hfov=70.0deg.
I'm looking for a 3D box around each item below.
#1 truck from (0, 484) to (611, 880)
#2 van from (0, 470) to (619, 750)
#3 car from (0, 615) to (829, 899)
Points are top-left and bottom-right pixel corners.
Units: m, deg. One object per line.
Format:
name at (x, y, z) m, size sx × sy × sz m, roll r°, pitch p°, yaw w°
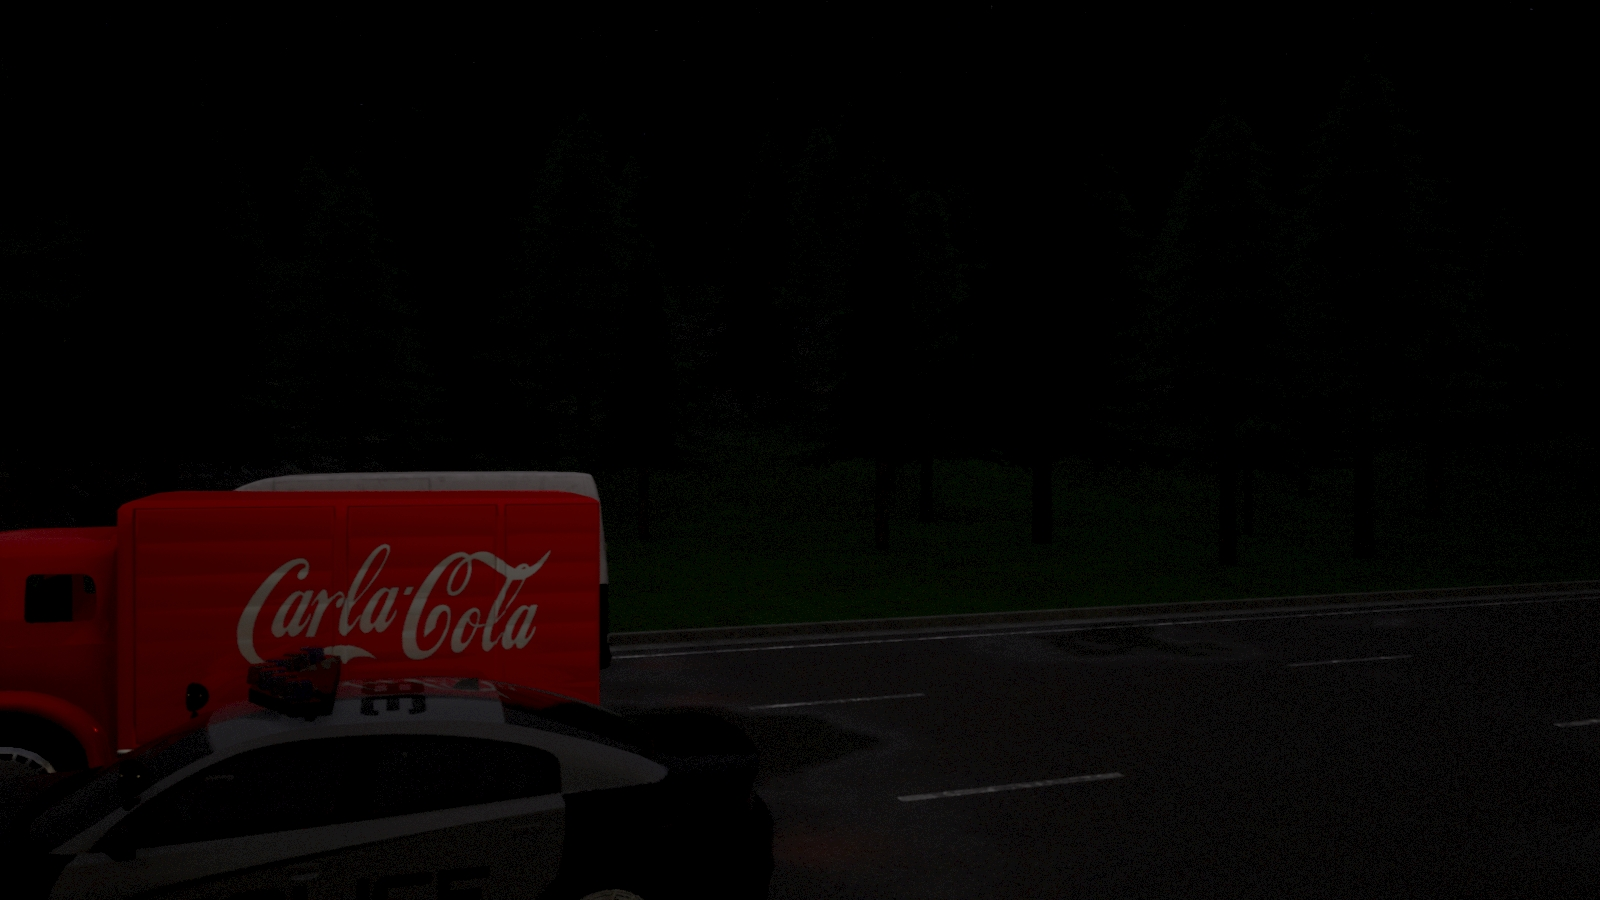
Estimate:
truck at (-4.362, 1.569, 9.168) m, size 5.204 × 2.467 × 2.627 m, roll 0°, pitch 0°, yaw -20°
van at (-5.120, 1.534, 12.596) m, size 5.915 × 2.561 × 1.988 m, roll 0°, pitch 0°, yaw -19°
car at (-2.668, 1.982, 6.172) m, size 5.238 × 1.638 × 2.097 m, roll 0°, pitch 0°, yaw -20°
